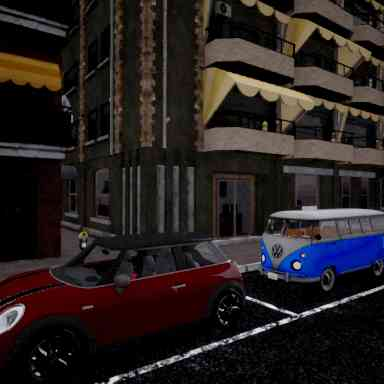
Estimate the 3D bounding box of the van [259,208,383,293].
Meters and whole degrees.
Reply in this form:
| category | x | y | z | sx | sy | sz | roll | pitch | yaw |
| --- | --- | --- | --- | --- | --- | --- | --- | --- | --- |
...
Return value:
| category | x | y | z | sx | sy | sz | roll | pitch | yaw |
| --- | --- | --- | --- | --- | --- | --- | --- | --- | --- |
| van | 3.500 | 1.343 | 8.584 | 3.998 | 1.788 | 1.690 | 0 | 0 | -35 |

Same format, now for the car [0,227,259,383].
| category | x | y | z | sx | sy | sz | roll | pitch | yaw |
| --- | --- | --- | --- | --- | --- | --- | --- | --- | --- |
| car | -1.134 | 1.440 | 5.283 | 4.097 | 1.590 | 1.967 | 0 | 0 | -35 |
